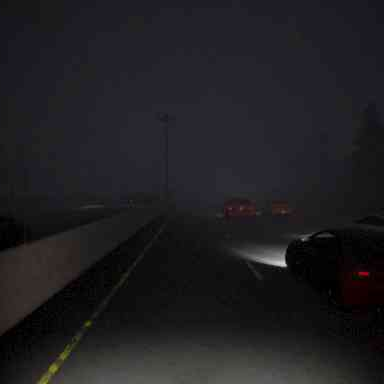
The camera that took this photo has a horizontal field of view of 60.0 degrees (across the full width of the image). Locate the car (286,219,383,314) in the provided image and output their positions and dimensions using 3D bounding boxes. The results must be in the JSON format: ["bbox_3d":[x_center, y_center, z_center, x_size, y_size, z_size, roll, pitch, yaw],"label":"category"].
[{"bbox_3d":[3.601,1.526,7.637,1.994,1.385,4.181,0,0,0],"label":"car"}]

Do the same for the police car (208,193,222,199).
[{"bbox_3d":[5.944,0.982,91.025,1.930,1.638,5.238,0,0,22],"label":"police car"}]

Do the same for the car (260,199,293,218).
[{"bbox_3d":[7.111,1.339,28.364,1.882,1.535,5.008,0,0,0],"label":"car"}]

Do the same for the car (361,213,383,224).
[{"bbox_3d":[7.090,1.466,12.060,1.812,1.442,4.674,0,0,0],"label":"car"}]

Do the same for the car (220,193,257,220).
[{"bbox_3d":[3.610,1.222,26.522,2.097,1.767,4.553,0,0,0],"label":"car"}]
